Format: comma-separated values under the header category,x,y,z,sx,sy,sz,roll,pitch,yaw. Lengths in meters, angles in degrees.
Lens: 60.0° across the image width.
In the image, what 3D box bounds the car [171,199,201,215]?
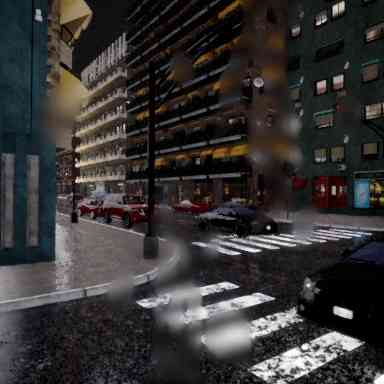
category,x,y,z,sx,sy,sz,roll,pitch,yaw
car,-0.206,1.289,29.376,1.802,1.307,4.206,2,0,-36

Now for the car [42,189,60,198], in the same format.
category,x,y,z,sx,sy,sz,roll,pitch,yaw
car,-29.681,0.301,69.926,2.192,1.841,5.009,2,0,-36

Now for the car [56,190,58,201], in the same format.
category,x,y,z,sx,sy,sz,roll,pitch,yaw
car,-21.209,0.806,48.570,2.033,1.411,5.357,1,0,-36

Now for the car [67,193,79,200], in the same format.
category,x,y,z,sx,sy,sz,roll,pitch,yaw
car,-19.860,0.770,56.409,1.887,1.381,4.507,2,0,-36

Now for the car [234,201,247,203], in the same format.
category,x,y,z,sx,sy,sz,roll,pitch,yaw
car,3.070,1.354,24.871,1.947,1.339,4.313,2,0,-36

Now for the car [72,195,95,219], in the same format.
category,x,y,z,sx,sy,sz,roll,pitch,yaw
car,-7.006,1.183,24.480,1.887,1.381,4.507,2,0,-36

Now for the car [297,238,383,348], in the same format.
category,x,y,z,sx,sy,sz,roll,pitch,yaw
car,3.809,1.566,5.986,4.181,1.385,1.994,0,0,-36

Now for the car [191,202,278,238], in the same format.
category,x,y,z,sx,sy,sz,roll,pitch,yaw
car,2.198,1.400,16.626,1.994,1.385,4.181,0,1,-40

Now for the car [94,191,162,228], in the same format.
category,x,y,z,sx,sy,sz,roll,pitch,yaw
car,-3.724,1.034,19.975,2.192,1.841,5.009,2,0,-36

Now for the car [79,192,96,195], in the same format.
category,x,y,z,sx,sy,sz,roll,pitch,yaw
car,-8.474,1.063,30.888,2.128,1.511,4.902,1,1,-36
